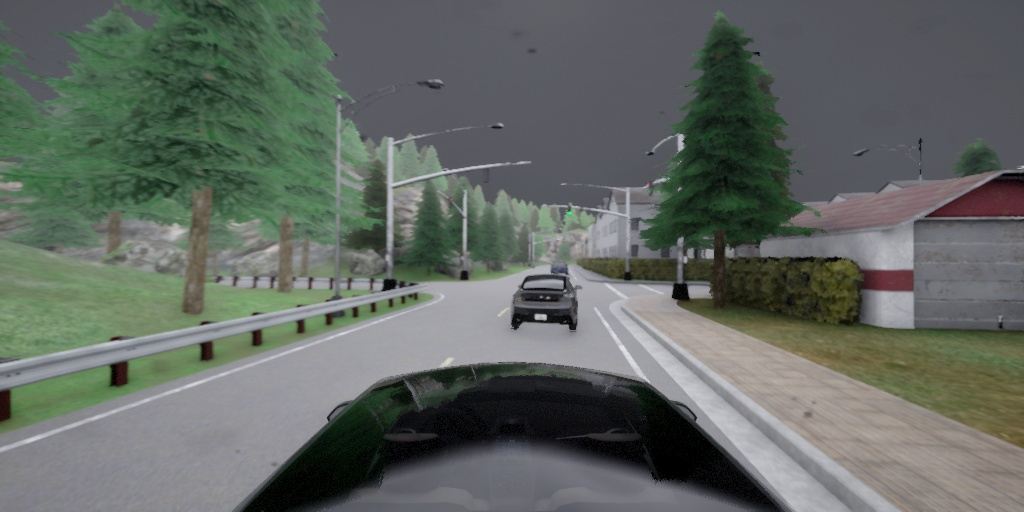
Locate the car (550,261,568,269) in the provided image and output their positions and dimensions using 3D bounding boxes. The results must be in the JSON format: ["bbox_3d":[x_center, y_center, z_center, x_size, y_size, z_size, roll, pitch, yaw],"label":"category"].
[{"bbox_3d":[5.832,1.448,44.106,2.097,1.767,4.553,0,-1,8],"label":"car"}]

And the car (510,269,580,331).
[{"bbox_3d":[1.141,1.332,11.462,1.837,1.490,4.892,0,-1,10],"label":"car"}]
